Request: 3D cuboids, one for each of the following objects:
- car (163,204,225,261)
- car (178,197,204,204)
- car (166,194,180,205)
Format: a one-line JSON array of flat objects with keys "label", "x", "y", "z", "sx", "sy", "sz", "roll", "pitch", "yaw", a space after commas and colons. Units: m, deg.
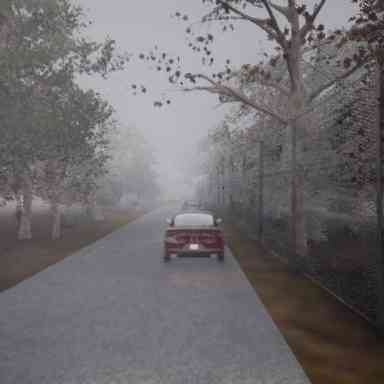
[{"label": "car", "x": 0.073, "y": 1.381, "z": 11.853, "sx": 1.882, "sy": 1.535, "sz": 5.008, "roll": 0, "pitch": 0, "yaw": 0}, {"label": "car", "x": 0.065, "y": 1.335, "z": 28.261, "sx": 1.994, "sy": 1.385, "sz": 4.181, "roll": 0, "pitch": 0, "yaw": 0}, {"label": "car", "x": -2.918, "y": 1.057, "z": 51.751, "sx": 2.097, "sy": 1.767, "sz": 4.553, "roll": 0, "pitch": 0, "yaw": 0}]
